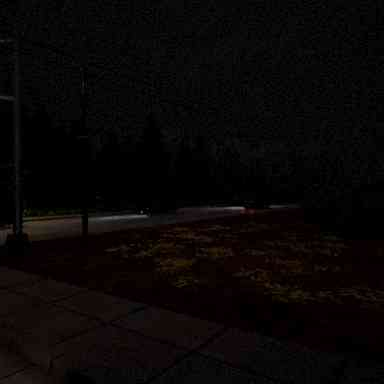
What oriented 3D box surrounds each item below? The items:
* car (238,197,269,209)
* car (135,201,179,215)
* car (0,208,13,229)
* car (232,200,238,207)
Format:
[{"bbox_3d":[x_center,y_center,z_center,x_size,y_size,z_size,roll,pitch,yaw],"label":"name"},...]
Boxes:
[{"bbox_3d":[8.343,1.360,42.830,2.128,1.511,4.902,0,0,37],"label":"car"},{"bbox_3d":[-3.467,1.556,33.096,1.895,1.301,4.718,0,0,37],"label":"car"},{"bbox_3d":[-13.301,1.545,19.819,1.837,1.490,4.892,0,0,37],"label":"car"},{"bbox_3d":[7.671,1.459,48.026,1.895,1.301,4.718,0,0,37],"label":"car"}]
